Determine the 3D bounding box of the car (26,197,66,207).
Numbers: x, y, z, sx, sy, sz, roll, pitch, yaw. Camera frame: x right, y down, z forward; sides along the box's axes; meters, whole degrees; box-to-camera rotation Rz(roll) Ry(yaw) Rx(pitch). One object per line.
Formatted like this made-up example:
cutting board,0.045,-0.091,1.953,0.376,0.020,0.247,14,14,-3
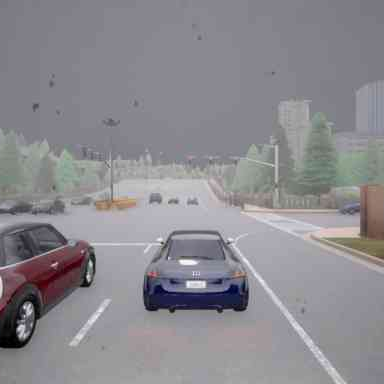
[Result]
car,-14.093,1.505,32.924,1.837,1.490,4.892,0,0,0

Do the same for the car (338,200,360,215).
car,17.097,1.526,33.157,4.674,1.442,1.812,0,0,0

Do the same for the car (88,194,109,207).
car,-14.084,1.492,52.214,2.128,1.511,4.902,0,0,0

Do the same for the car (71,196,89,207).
car,-17.582,1.492,52.704,2.128,1.511,4.902,0,0,0

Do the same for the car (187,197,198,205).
car,0.100,1.547,59.837,2.033,1.411,5.357,0,0,0

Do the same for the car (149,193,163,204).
car,-6.920,1.210,64.373,2.150,2.045,5.566,0,0,0

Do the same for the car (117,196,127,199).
car,-14.040,1.504,67.230,1.994,1.385,4.181,0,1,0

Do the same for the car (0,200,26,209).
car,-17.593,1.547,32.946,2.033,1.411,5.357,0,0,0

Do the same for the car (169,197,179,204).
car,-3.416,1.593,63.709,1.895,1.301,4.718,0,0,0

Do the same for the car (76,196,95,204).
car,-21.026,1.506,66.037,2.033,1.411,5.357,0,0,0

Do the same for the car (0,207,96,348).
car,-3.431,1.352,6.443,2.097,1.767,4.553,0,0,0

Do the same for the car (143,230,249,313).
car,0.078,1.564,7.739,1.994,1.385,4.181,0,0,0
